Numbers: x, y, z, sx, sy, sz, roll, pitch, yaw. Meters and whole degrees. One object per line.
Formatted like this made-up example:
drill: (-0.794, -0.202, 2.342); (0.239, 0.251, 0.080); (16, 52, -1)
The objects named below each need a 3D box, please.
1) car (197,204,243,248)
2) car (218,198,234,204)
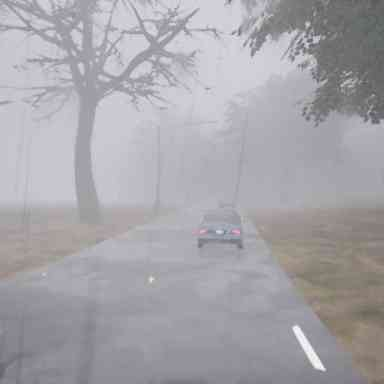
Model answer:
car: (1.268, 1.480, 14.553); (2.033, 1.411, 5.357); (0, 0, 6)
car: (4.169, 1.391, 40.181); (1.895, 1.301, 4.718); (0, 0, 6)
